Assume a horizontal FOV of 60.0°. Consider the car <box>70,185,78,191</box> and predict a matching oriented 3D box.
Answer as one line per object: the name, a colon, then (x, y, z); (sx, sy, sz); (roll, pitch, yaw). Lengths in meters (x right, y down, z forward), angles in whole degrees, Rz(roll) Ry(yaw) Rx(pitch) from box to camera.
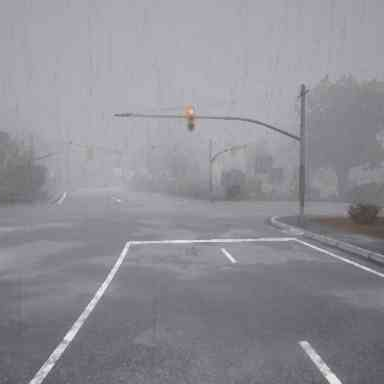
car: (-31.511, -1.039, 88.700); (1.837, 1.490, 4.892); (-1, 2, -19)
